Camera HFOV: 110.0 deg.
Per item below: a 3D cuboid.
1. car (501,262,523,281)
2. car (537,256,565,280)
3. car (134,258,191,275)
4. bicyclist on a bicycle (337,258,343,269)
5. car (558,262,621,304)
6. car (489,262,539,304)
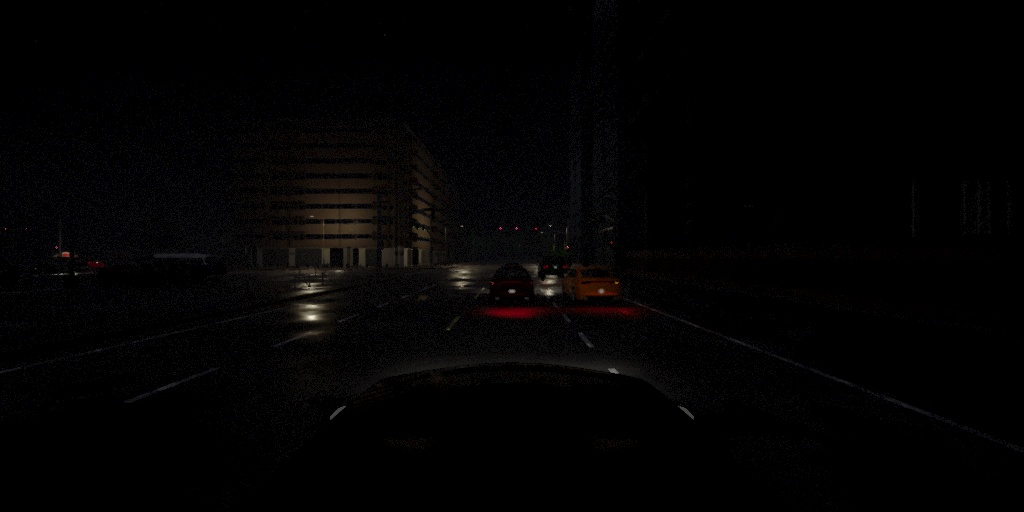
[{"bbox_3d":[0.000,1.282,31.502,1.812,1.442,4.674,0,0,0],"label":"car"},{"bbox_3d":[3.500,1.007,31.532,2.150,2.045,5.566,0,0,0],"label":"car"},{"bbox_3d":[-44.774,1.320,45.976,4.892,1.490,1.837,0,0,0],"label":"car"},{"bbox_3d":[-25.548,1.104,53.292,0.582,1.620,1.656,0,0,0],"label":"bicyclist on a bicycle"},{"bbox_3d":[3.500,1.234,16.500,1.882,1.535,5.008,0,0,0],"label":"car"},{"bbox_3d":[0.000,1.234,16.500,1.882,1.535,5.008,0,0,0],"label":"car"}]
